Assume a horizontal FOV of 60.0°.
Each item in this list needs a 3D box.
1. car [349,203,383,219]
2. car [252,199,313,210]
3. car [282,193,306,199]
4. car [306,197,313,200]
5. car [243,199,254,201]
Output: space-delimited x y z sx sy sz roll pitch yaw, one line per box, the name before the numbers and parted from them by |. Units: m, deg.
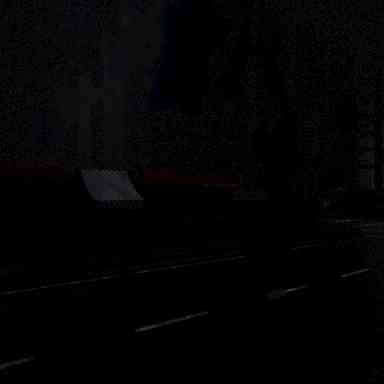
car | 15.089 1.556 26.116 1.895 1.301 4.718 0 0 -36
car | 8.015 1.545 29.920 1.895 1.301 4.718 0 0 -36
car | 17.141 1.114 57.714 1.905 1.878 3.866 0 0 -36
car | 19.534 1.114 59.424 1.905 1.878 3.866 0 0 -36
car | 6.995 1.471 37.318 1.812 1.442 4.674 0 0 -36
